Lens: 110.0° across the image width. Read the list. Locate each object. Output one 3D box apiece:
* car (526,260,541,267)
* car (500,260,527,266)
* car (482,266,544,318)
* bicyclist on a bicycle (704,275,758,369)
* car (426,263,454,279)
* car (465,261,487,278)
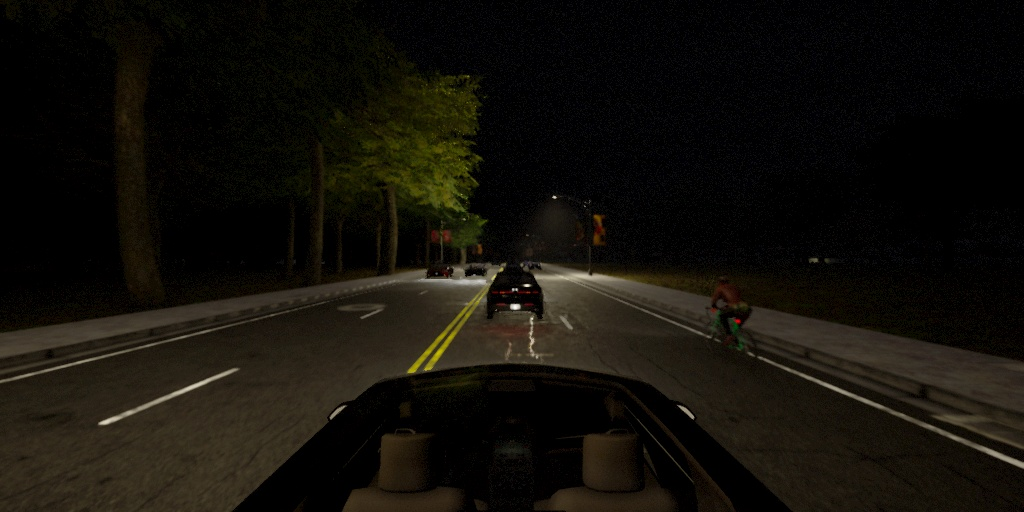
[{"bbox_3d":[3.344,1.454,54.710,1.895,1.301,4.718,0,0,0],"label":"car"},{"bbox_3d":[0.097,1.312,31.679,1.812,1.442,4.674,0,0,0],"label":"car"},{"bbox_3d":[0.099,1.266,13.116,1.837,1.490,4.892,0,0,0],"label":"car"},{"bbox_3d":[4.142,1.208,6.879,0.582,1.620,1.656,0,0,0],"label":"bicyclist on a bicycle"},{"bbox_3d":[-6.597,1.354,33.375,1.994,1.385,4.181,0,0,0],"label":"car"},{"bbox_3d":[-3.350,1.392,34.082,1.895,1.301,4.718,0,0,0],"label":"car"}]
